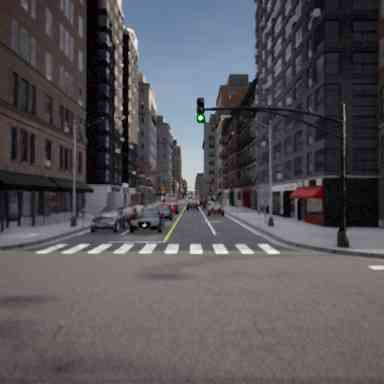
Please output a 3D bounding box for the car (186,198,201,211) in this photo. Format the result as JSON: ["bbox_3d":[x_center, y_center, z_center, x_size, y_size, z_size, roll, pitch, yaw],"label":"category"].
[{"bbox_3d":[0.073,2.147,52.045,1.837,1.490,4.892,0,-1,0],"label":"car"}]

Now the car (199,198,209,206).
[{"bbox_3d":[2.667,2.256,76.452,2.192,1.841,5.009,0,-1,0],"label":"car"}]

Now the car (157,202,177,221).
[{"bbox_3d":[-2.834,1.962,31.862,1.994,1.385,4.181,0,-1,0],"label":"car"}]

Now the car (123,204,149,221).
[{"bbox_3d":[-5.374,1.933,32.659,1.752,1.417,4.829,0,-1,0],"label":"car"}]

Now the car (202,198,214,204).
[{"bbox_3d":[3.041,2.146,51.957,1.837,1.490,4.892,0,-1,0],"label":"car"}]

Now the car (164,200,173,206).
[{"bbox_3d":[-5.356,2.522,76.456,1.802,1.307,4.206,0,-1,0],"label":"car"}]

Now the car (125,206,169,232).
[{"bbox_3d":[-2.840,1.839,21.889,1.994,1.385,4.181,0,-1,0],"label":"car"}]

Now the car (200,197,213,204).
[{"bbox_3d":[3.005,1.955,58.990,2.150,2.045,5.566,0,-1,0],"label":"car"}]

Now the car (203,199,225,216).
[{"bbox_3d":[2.653,1.917,38.274,1.967,1.590,4.097,0,-1,0],"label":"car"}]

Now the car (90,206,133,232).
[{"bbox_3d":[-5.379,1.826,21.922,2.008,1.369,4.403,0,-1,0],"label":"car"}]

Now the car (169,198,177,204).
[{"bbox_3d":[-5.350,2.595,92.817,1.967,1.590,4.097,0,-1,0],"label":"car"}]

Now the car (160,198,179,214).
[{"bbox_3d":[-2.824,1.749,42.525,2.150,2.045,5.566,0,-1,0],"label":"car"}]

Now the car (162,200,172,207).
[{"bbox_3d":[-5.358,2.395,70.833,1.752,1.417,4.829,0,-1,0],"label":"car"}]
